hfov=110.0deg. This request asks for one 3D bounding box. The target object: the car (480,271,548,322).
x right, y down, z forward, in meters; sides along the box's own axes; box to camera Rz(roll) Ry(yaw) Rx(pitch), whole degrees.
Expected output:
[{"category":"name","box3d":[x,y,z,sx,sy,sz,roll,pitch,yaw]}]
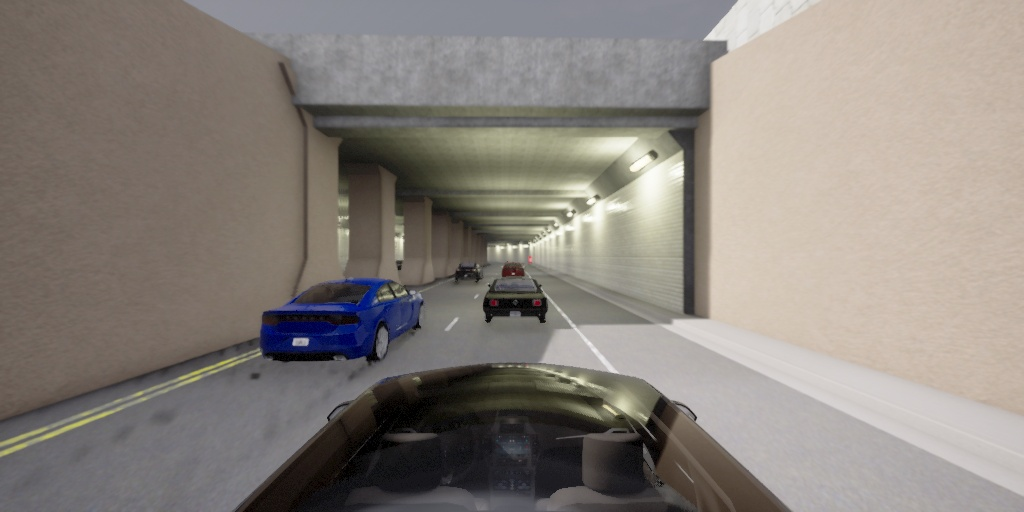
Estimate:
[{"category":"car","box3d":[0.100,1.357,12.331,1.895,1.301,4.718,0,0,0]}]

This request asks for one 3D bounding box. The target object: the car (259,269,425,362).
[{"category":"car","box3d":[-3.400,1.232,8.244,1.882,1.535,5.008,0,0,0]}]

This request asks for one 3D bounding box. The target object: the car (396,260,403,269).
[{"category":"car","box3d":[-14.084,1.280,45.728,1.837,1.490,4.892,0,0,0]}]

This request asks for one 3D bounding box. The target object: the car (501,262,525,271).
[{"category":"car","box3d":[0.099,1.245,30.458,1.882,1.535,5.008,0,0,0]}]

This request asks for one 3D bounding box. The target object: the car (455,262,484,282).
[{"category":"car","box3d":[-3.400,1.258,28.876,2.128,1.511,4.902,0,0,0]}]
